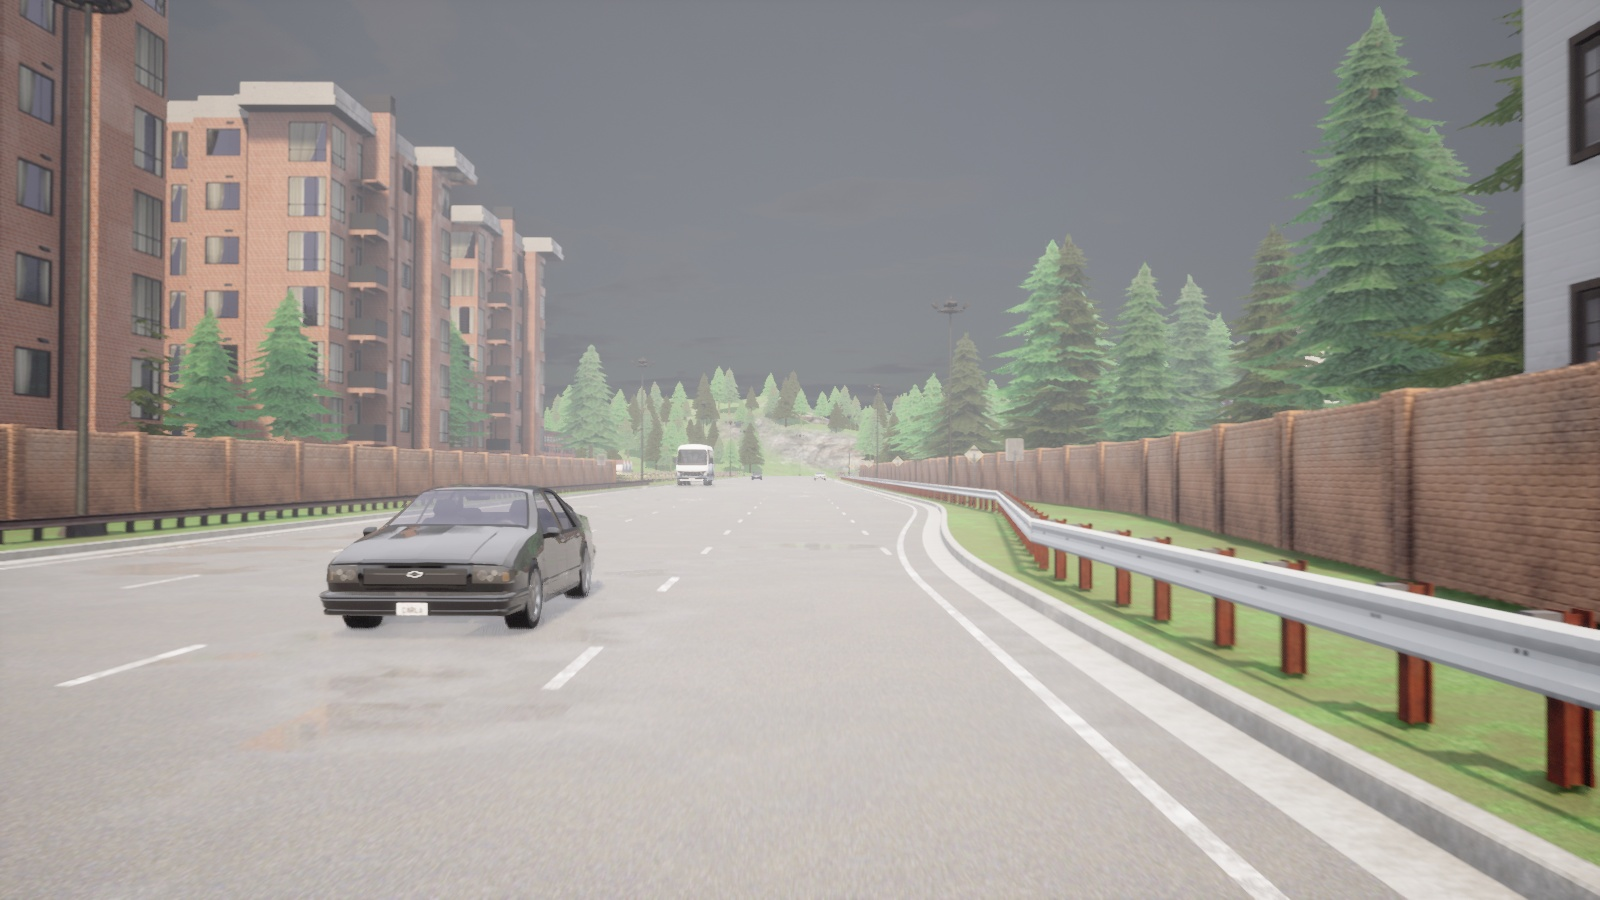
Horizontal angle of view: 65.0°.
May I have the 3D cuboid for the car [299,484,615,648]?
[{"bbox_3d":[-3.474,1.109,13.940,2.033,1.411,5.357,0,-1,0],"label":"car"}]
